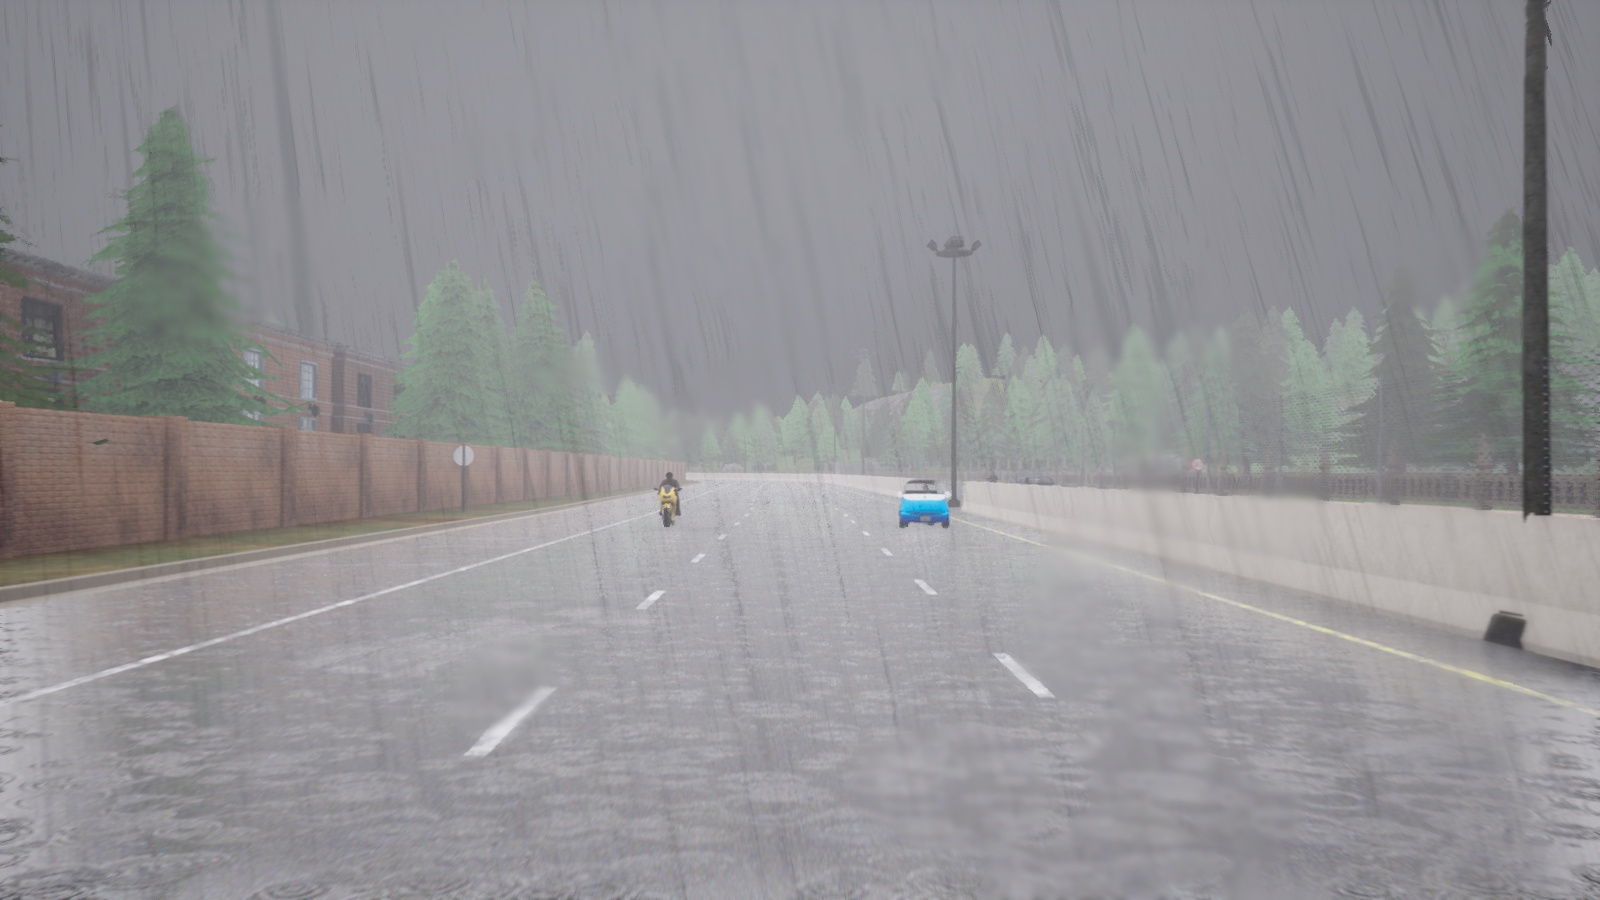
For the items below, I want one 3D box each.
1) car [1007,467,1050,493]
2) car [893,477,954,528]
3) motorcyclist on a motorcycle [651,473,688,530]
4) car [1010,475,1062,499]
[{"bbox_3d":[16.208,2.105,89.404,2.097,1.767,4.553,0,-1,-1],"label":"car"},{"bbox_3d":[3.415,1.442,35.073,1.481,1.376,2.207,0,-1,0],"label":"car"},{"bbox_3d":[-3.581,1.388,34.505,0.797,1.523,2.044,0,-1,0],"label":"motorcyclist on a motorcycle"},{"bbox_3d":[13.193,2.042,70.492,1.895,1.301,4.718,0,-1,-1],"label":"car"}]
